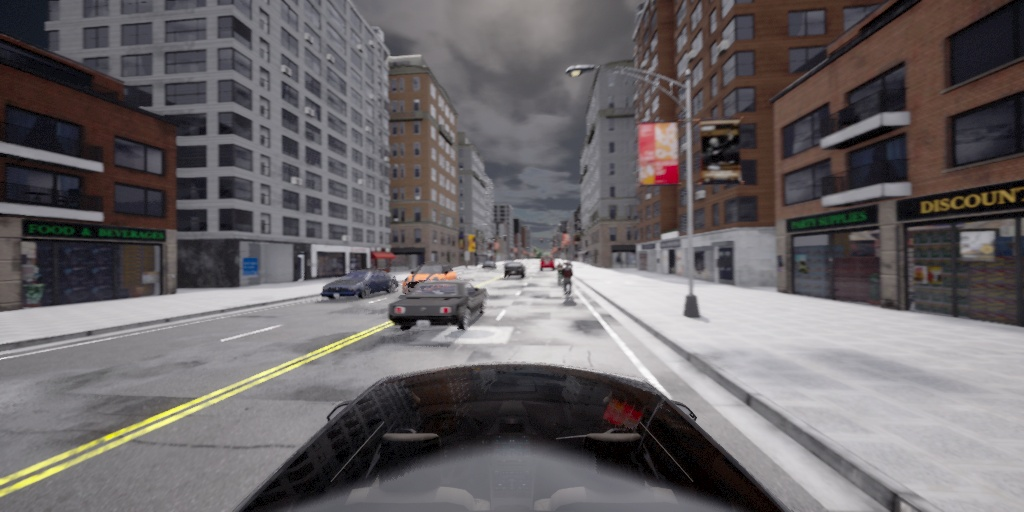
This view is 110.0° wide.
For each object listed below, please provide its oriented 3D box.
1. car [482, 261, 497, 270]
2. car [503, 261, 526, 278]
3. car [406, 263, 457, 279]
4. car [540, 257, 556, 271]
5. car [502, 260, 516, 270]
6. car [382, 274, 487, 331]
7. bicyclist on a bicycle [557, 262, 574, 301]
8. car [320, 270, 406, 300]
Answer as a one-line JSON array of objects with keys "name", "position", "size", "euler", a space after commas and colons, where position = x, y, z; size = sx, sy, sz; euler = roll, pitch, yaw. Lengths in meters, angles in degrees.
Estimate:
[{"name": "car", "position": [-3.824, 1.588, 61.303], "size": [2.033, 1.411, 5.357], "euler": [-1, 0, 6]}, {"name": "car", "position": [0.359, 1.360, 35.697], "size": [1.882, 1.535, 5.008], "euler": [-1, 0, 6]}, {"name": "car", "position": [-4.579, 1.232, 20.646], "size": [2.097, 1.767, 4.553], "euler": [-1, 0, 6]}, {"name": "car", "position": [5.262, 1.117, 52.909], "size": [2.150, 2.045, 5.566], "euler": [-1, 0, 8]}, {"name": "car", "position": [-0.465, 1.531, 62.226], "size": [1.812, 1.442, 4.674], "euler": [-1, 0, 6]}, {"name": "car", "position": [-2.024, 1.413, 11.285], "size": [1.895, 1.301, 4.718], "euler": [-1, 0, 6]}, {"name": "bicyclist on a bicycle", "position": [2.548, 1.149, 16.549], "size": [0.659, 1.776, 1.843], "euler": [-1, 0, 6]}, {"name": "car", "position": [-7.963, 1.464, 19.424], "size": [2.033, 1.411, 5.357], "euler": [-1, 0, 6]}]
